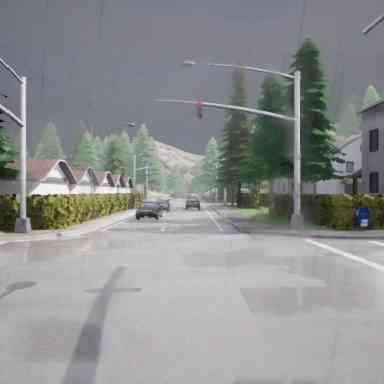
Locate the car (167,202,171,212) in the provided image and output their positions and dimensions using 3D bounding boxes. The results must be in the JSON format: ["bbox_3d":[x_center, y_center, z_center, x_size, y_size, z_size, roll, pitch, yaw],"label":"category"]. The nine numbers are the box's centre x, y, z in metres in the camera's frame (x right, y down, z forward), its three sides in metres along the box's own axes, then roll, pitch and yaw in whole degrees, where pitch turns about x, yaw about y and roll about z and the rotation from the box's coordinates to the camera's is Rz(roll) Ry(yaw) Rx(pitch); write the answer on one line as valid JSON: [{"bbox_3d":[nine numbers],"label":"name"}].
[{"bbox_3d":[-3.567,1.577,38.551,1.994,1.385,4.181,0,0,1],"label":"car"}]

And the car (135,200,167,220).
[{"bbox_3d":[-3.591,1.557,28.633,2.033,1.411,5.357,0,0,0],"label":"car"}]

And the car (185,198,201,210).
[{"bbox_3d":[0.112,1.519,43.284,1.837,1.490,4.892,0,0,0],"label":"car"}]
